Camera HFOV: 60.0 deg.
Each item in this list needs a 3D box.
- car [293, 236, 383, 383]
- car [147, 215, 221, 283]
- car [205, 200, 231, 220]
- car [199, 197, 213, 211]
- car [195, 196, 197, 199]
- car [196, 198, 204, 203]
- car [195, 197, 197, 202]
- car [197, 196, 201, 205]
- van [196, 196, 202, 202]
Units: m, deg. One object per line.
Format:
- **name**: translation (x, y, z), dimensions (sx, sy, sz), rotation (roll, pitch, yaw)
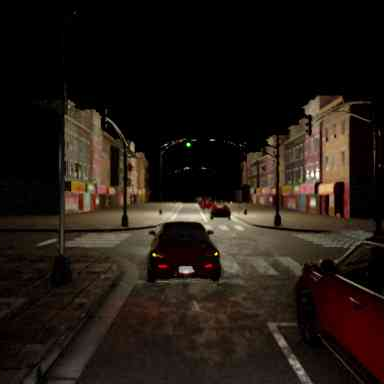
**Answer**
- **car**: translation (2.649, 1.339, 3.346), dimensions (2.192, 1.841, 5.009), rotation (1, 0, 0)
- **car**: translation (-0.294, 1.576, 9.730), dimensions (1.812, 1.442, 4.674), rotation (0, 0, -4)
- **car**: translation (2.443, 1.722, 29.774), dimensions (1.887, 1.381, 4.507), rotation (1, 0, 0)
- **car**: translation (2.319, 1.833, 46.085), dimensions (1.887, 1.381, 4.507), rotation (1, 0, 0)
- **car**: translation (2.111, 2.053, 73.271), dimensions (2.008, 1.369, 4.403), rotation (1, 0, 0)
- **car**: translation (2.027, 2.162, 84.145), dimensions (1.947, 1.339, 4.313), rotation (1, -1, 0)
- **car**: translation (2.152, 2.038, 67.834), dimensions (1.802, 1.307, 4.206), rotation (1, 0, 0)
- **car**: translation (2.280, 1.643, 51.524), dimensions (2.192, 1.841, 5.009), rotation (1, 0, 0)
- **van**: translation (1.946, 2.037, 95.022), dimensions (1.690, 1.788, 3.998), rotation (1, -1, 0)
